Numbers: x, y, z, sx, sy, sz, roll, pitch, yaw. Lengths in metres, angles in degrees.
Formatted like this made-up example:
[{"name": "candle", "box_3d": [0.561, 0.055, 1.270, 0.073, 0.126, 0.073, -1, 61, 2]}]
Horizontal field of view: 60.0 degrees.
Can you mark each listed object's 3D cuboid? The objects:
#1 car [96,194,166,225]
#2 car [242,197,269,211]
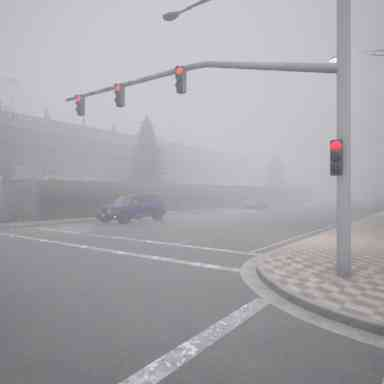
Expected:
[{"name": "car", "box_3d": [-4.263, 1.161, 24.238, 2.150, 2.045, 5.566, 0, 1, 36]}, {"name": "car", "box_3d": [7.880, 1.448, 40.801, 1.837, 1.490, 4.892, 0, 0, 36]}]
